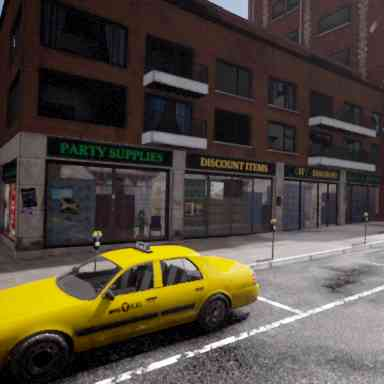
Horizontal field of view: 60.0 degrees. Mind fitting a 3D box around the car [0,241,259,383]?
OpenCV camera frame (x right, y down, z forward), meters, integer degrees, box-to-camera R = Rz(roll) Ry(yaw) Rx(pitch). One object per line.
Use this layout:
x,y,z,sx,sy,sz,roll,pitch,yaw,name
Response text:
-1.037,1.527,5.333,4.829,1.417,1.752,0,2,-35,car
